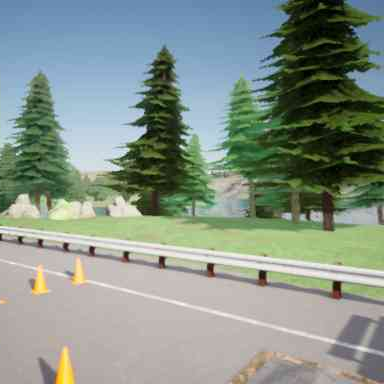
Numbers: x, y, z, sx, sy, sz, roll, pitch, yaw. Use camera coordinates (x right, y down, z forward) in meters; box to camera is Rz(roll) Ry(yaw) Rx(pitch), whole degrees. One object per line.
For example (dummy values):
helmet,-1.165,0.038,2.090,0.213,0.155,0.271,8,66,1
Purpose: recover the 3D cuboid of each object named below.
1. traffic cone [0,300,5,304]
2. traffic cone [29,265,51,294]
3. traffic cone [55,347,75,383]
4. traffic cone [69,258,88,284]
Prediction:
traffic cone,-4.012,1.950,6.704,0.340,0.580,0.340,0,0,36
traffic cone,-3.425,1.952,7.514,0.340,0.580,0.340,0,0,36
traffic cone,-1.358,1.955,3.548,0.340,0.580,0.340,0,0,36
traffic cone,-2.839,1.954,8.324,0.340,0.580,0.340,0,0,36
